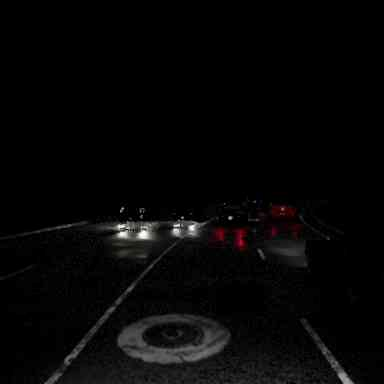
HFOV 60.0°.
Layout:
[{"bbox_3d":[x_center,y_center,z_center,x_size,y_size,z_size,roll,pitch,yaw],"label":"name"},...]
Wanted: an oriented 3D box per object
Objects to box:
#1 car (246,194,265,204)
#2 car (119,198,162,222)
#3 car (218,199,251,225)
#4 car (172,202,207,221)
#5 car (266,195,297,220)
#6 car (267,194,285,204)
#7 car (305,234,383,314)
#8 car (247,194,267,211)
[{"bbox_3d":[12.308,1.322,64.625,2.097,1.767,4.553,0,0,32],"label":"car"},{"bbox_3d":[-3.908,1.310,25.860,2.097,1.767,4.553,0,0,13],"label":"car"},{"bbox_3d":[3.017,1.513,24.023,1.812,1.442,4.674,0,0,12],"label":"car"},{"bbox_3d":[-0.075,1.519,27.226,2.033,1.411,5.357,0,0,14],"label":"car"},{"bbox_3d":[7.593,1.354,27.930,2.097,1.767,4.553,0,0,14],"label":"car"},{"bbox_3d":[16.257,1.352,64.323,2.097,1.767,4.553,1,0,33],"label":"car"},{"bbox_3d":[4.019,1.605,7.491,1.895,1.301,4.718,0,0,4],"label":"car"},{"bbox_3d":[8.329,1.211,41.242,2.150,2.045,5.566,0,0,21],"label":"car"}]
